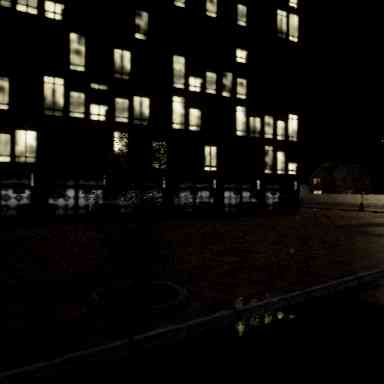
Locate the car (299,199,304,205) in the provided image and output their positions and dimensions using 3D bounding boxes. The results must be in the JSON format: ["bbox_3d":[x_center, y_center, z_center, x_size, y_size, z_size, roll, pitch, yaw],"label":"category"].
[{"bbox_3d":[14.649,1.207,49.818,1.994,1.385,4.181,1,0,-28],"label":"car"}]
